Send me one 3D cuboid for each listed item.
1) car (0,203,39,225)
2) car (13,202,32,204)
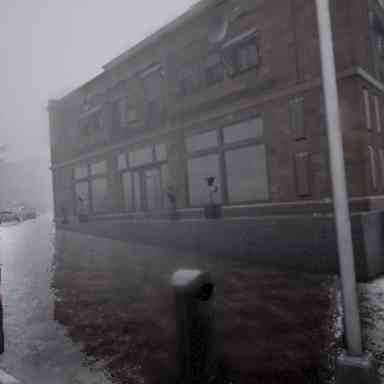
[{"bbox_3d":[-16.173,2.117,31.193,2.128,1.511,4.902,-4,0,0],"label":"car"},{"bbox_3d":[-28.776,2.782,55.453,5.566,2.045,2.150,-4,-3,26],"label":"car"}]
